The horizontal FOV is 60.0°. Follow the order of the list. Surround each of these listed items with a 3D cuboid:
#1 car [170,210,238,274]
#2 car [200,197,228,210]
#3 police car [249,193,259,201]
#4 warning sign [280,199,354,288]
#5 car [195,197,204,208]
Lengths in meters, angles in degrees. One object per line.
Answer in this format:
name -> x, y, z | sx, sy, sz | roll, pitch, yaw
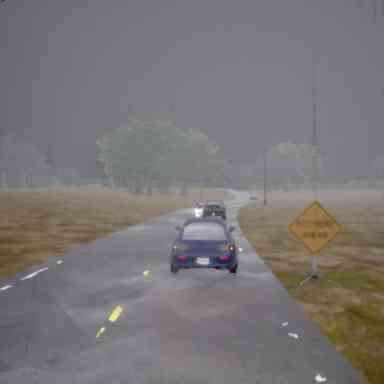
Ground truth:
car -> 0.398, 1.521, 10.443 | 1.812, 1.442, 4.674 | 0, 0, 3
car -> 2.050, 1.510, 29.425 | 1.837, 1.490, 4.892 | 0, 0, 7
police car -> 15.892, 1.424, 85.685 | 1.930, 1.638, 5.238 | 0, 1, 14
warning sign -> 2.821, 1.112, 7.672 | 1.300, 1.860, 1.060 | 1, 1, 2
car -> 1.630, 1.499, 46.966 | 2.128, 1.511, 4.902 | 0, 0, 11
